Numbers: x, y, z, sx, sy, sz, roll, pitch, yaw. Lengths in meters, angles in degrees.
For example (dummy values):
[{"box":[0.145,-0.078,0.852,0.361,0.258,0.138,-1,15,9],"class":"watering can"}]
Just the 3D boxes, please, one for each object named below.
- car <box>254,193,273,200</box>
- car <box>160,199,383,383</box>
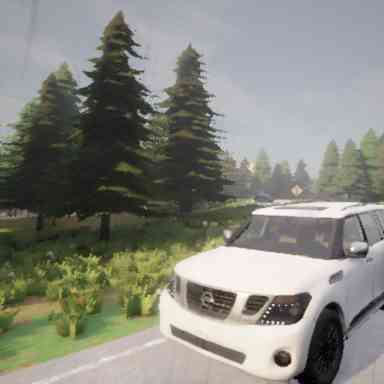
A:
[{"box":[9.582,0.822,44.636,1.994,1.385,4.181,3,1,0],"class":"car"},{"box":[2.016,1.239,5.842,2.150,2.045,5.566,-1,0,44],"class":"car"}]
